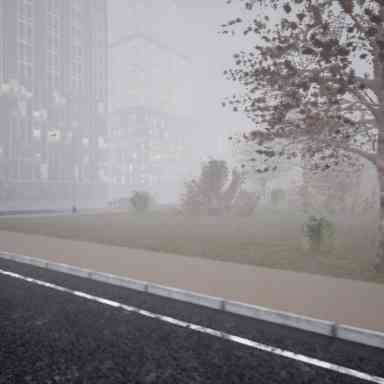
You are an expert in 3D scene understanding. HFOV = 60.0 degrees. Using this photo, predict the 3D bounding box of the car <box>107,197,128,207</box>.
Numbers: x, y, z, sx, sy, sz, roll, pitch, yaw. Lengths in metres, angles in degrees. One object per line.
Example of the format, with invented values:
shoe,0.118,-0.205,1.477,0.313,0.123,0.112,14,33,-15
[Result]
car,-11.410,1.553,53.559,1.882,1.535,5.008,-1,-1,37
